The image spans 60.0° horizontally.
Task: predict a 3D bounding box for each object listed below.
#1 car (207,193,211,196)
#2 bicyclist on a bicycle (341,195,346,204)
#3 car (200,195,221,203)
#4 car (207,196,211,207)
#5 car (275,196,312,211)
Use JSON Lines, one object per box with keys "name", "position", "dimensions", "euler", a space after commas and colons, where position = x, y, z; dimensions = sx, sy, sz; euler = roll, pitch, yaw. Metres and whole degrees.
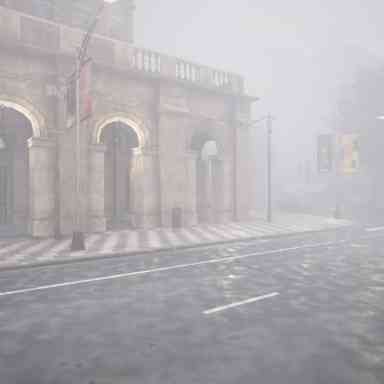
{"name": "car", "position": [2.218, 1.219, 55.990], "dimensions": [2.150, 2.045, 5.566], "euler": [0, 0, -36]}
{"name": "bicyclist on a bicycle", "position": [25.798, 1.300, 56.543], "dimensions": [1.656, 1.620, 0.582], "euler": [0, 0, -36]}
{"name": "car", "position": [4.069, 1.473, 73.293], "dimensions": [1.882, 1.535, 5.008], "euler": [0, 0, -36]}
{"name": "car", "position": [1.169, 1.595, 46.040], "dimensions": [1.895, 1.301, 4.718], "euler": [0, 0, -36]}
{"name": "car", "position": [12.645, 1.352, 41.456], "dimensions": [2.097, 1.767, 4.553], "euler": [0, 0, -36]}
